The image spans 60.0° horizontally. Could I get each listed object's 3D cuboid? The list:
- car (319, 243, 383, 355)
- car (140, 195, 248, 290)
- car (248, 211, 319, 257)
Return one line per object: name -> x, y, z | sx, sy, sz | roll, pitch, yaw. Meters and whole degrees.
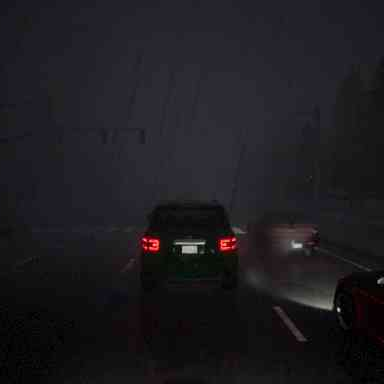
car -> 3.424, 1.564, 4.064 | 1.994, 1.385, 4.181 | 0, 0, -1
car -> -0.100, 1.221, 9.215 | 2.150, 2.045, 5.566 | 0, 0, -1
car -> 3.333, 1.491, 12.972 | 2.128, 1.511, 4.902 | 0, 0, 0
